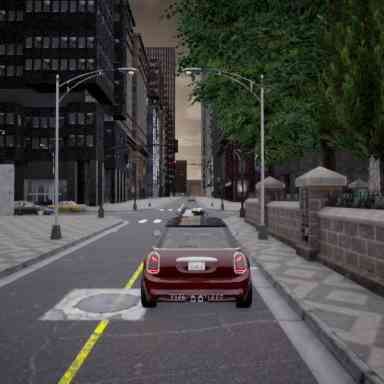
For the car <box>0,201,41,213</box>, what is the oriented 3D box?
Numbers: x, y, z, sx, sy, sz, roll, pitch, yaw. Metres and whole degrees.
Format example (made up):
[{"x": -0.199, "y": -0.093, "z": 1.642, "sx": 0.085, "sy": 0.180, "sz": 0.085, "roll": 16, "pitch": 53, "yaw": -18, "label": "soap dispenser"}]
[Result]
[{"x": -20.194, "y": 1.708, "z": 38.698, "sx": 4.403, "sy": 1.369, "sz": 2.008, "roll": 0, "pitch": -1, "yaw": 0, "label": "car"}]

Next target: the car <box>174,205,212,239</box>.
[{"x": 0.059, "y": 1.541, "z": 18.228, "sx": 1.812, "sy": 1.442, "sz": 4.674, "roll": 0, "pitch": 0, "yaw": 0, "label": "car"}]

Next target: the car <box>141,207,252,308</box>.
[{"x": 0.081, "y": 1.357, "z": 8.102, "sx": 2.097, "sy": 1.767, "sz": 4.553, "roll": 0, "pitch": 0, "yaw": 0, "label": "car"}]

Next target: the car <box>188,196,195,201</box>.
[{"x": -0.193, "y": 1.710, "z": 90.140, "sx": 1.812, "sy": 1.442, "sz": 4.674, "roll": 0, "pitch": 0, "yaw": 0, "label": "car"}]

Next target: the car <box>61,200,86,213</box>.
[{"x": -14.852, "y": 1.676, "z": 38.680, "sx": 4.829, "sy": 1.417, "sz": 1.752, "roll": 0, "pitch": -1, "yaw": 0, "label": "car"}]

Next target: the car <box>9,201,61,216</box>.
[{"x": -14.701, "y": 1.517, "z": 30.156, "sx": 4.403, "sy": 1.369, "sz": 2.008, "roll": 0, "pitch": -1, "yaw": 0, "label": "car"}]

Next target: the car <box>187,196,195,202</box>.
[{"x": -0.171, "y": 1.731, "z": 79.721, "sx": 2.033, "sy": 1.411, "sz": 5.357, "roll": 0, "pitch": 0, "yaw": 0, "label": "car"}]
